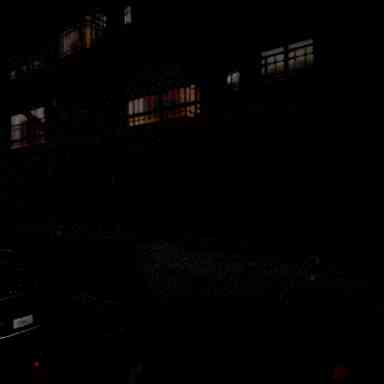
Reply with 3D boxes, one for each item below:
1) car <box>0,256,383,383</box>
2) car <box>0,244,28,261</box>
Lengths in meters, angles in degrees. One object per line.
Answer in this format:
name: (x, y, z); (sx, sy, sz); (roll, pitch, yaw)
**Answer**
car: (0.405, 1.439, 2.639); (4.097, 1.590, 1.967); (-1, 0, 36)
car: (-4.128, 1.618, 5.983); (4.403, 1.369, 2.008); (-1, 0, 36)
